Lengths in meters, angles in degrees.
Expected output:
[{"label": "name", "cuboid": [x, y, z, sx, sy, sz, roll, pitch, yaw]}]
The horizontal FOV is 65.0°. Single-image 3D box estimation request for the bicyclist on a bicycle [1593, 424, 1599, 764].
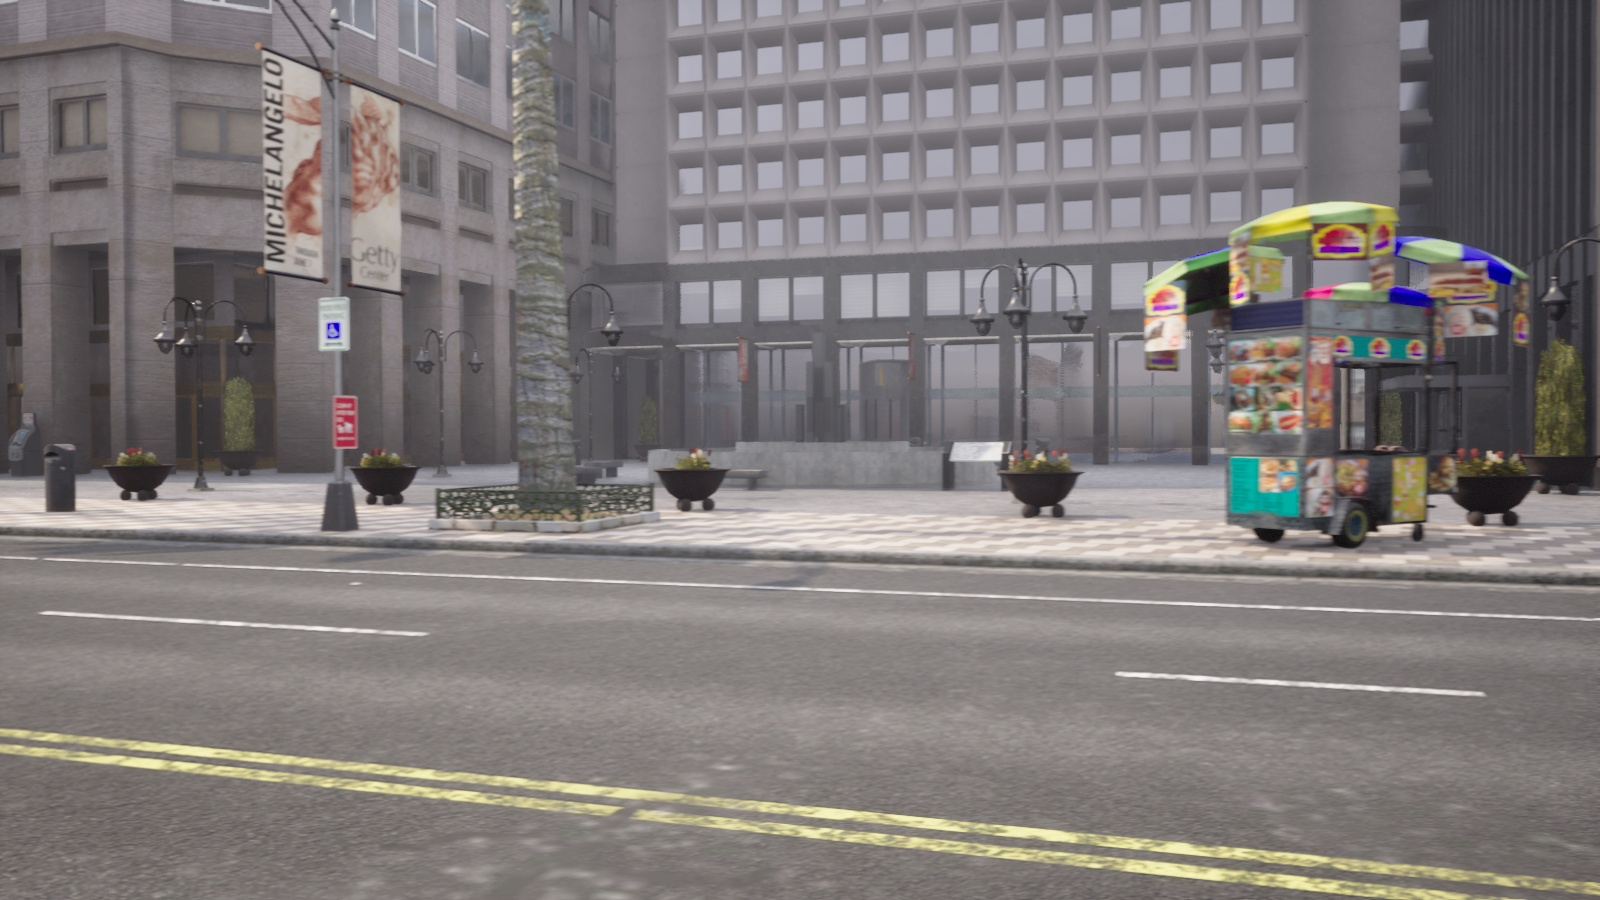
[{"label": "bicyclist on a bicycle", "cuboid": [4.406, 0.693, 5.397, 1.509, 1.612, 0.866, 1, 1, 19]}]
